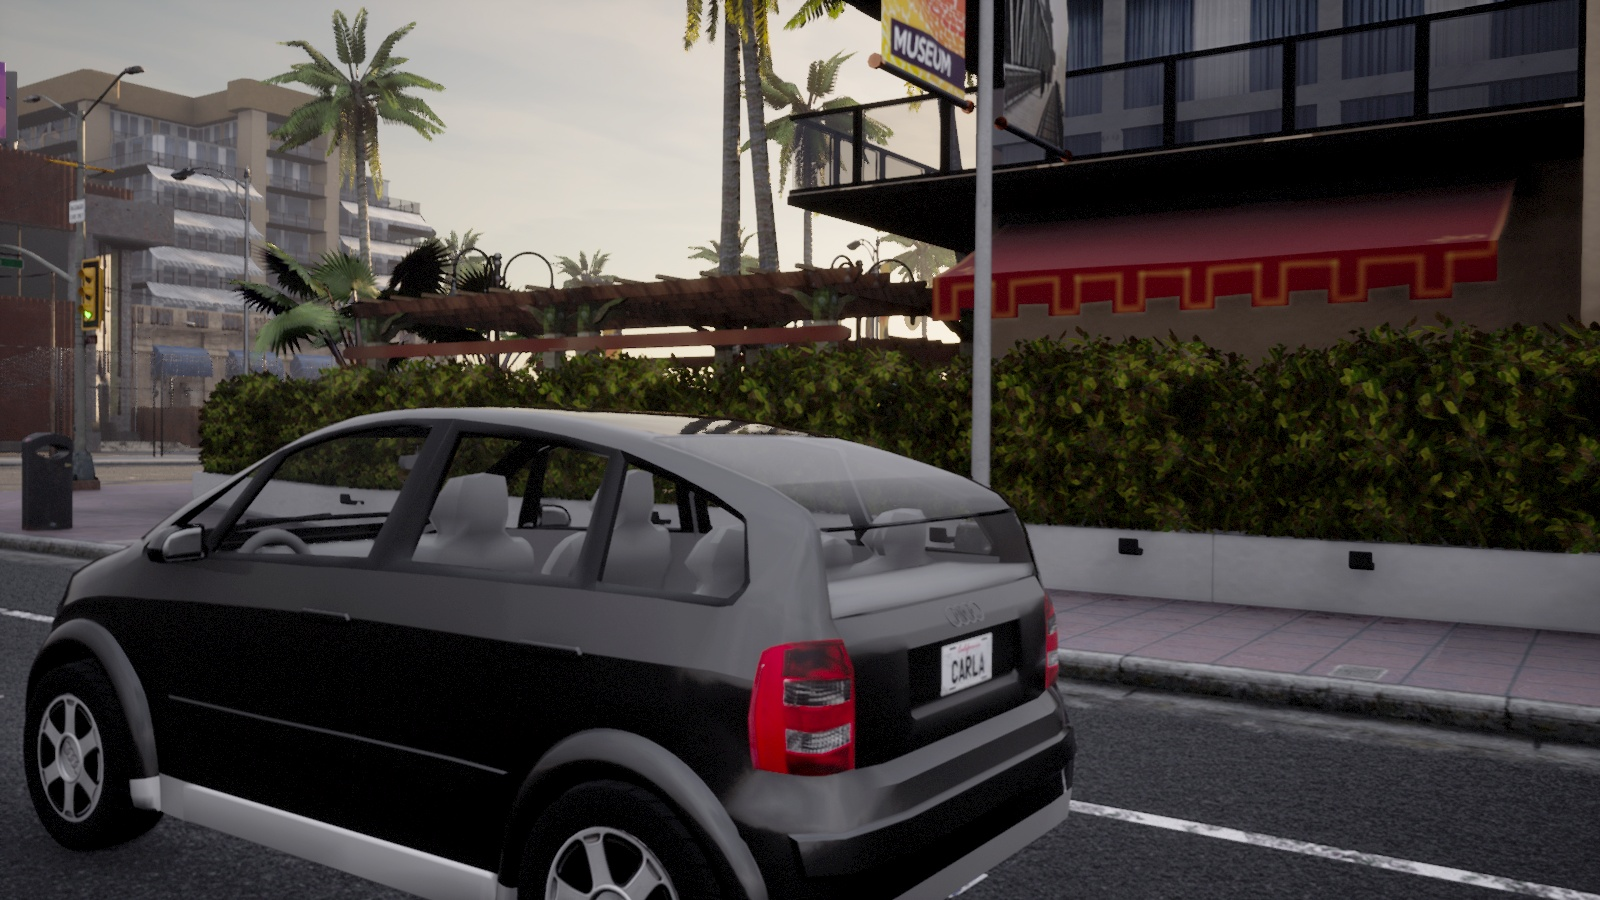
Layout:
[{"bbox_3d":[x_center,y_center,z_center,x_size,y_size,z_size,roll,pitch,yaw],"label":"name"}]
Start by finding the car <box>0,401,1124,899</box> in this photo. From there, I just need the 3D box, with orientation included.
[{"bbox_3d":[-1.008,0.657,4.289,3.705,1.549,1.789,0,1,34],"label":"car"}]
